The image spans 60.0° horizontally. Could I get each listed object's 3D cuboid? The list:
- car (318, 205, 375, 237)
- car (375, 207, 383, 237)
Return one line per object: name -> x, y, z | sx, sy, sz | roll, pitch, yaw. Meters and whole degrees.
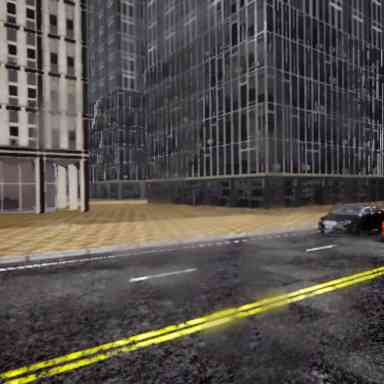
car -> 8.797, 1.463, 17.963 | 4.902, 1.511, 2.128 | 0, 0, -36
car -> 10.752, 1.321, 15.365 | 4.553, 1.767, 2.097 | 0, 0, -36
